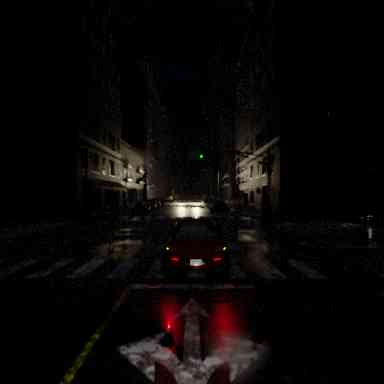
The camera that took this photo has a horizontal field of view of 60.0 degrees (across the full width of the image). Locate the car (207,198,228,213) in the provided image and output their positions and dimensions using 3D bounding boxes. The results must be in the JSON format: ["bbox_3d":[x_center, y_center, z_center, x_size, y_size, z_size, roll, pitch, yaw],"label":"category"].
[{"bbox_3d":[2.995,1.621,36.869,1.947,1.339,4.313,1,0,1],"label":"car"}]

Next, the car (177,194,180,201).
[{"bbox_3d":[-4.887,1.684,86.735,1.947,1.339,4.313,1,0,1],"label":"car"}]

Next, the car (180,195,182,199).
[{"bbox_3d":[-4.814,1.440,92.264,2.192,1.841,5.009,1,0,1],"label":"car"}]

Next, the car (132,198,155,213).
[{"bbox_3d":[-5.530,1.639,36.975,1.802,1.307,4.206,1,0,1],"label":"car"}]

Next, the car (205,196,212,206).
[{"bbox_3d":[3.066,1.608,42.399,1.887,1.381,4.507,1,0,1],"label":"car"}]

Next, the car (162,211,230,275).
[{"bbox_3d":[0.112,1.542,10.366,1.812,1.442,4.674,0,0,0],"label":"car"}]

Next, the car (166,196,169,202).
[{"bbox_3d":[-5.316,1.624,53.562,1.887,1.381,4.507,1,0,1],"label":"car"}]

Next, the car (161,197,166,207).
[{"bbox_3d":[-5.387,1.623,48.033,2.008,1.369,4.403,1,0,1],"label":"car"}]

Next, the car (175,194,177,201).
[{"bbox_3d":[-5.031,1.672,75.677,1.947,1.339,4.313,1,0,1],"label":"car"}]

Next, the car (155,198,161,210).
[{"bbox_3d":[-5.459,1.630,42.504,1.947,1.339,4.313,1,0,1],"label":"car"}]

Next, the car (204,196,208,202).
[{"bbox_3d":[3.137,1.621,47.930,2.008,1.369,4.403,1,0,1],"label":"car"}]

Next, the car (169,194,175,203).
[{"bbox_3d":[-5.103,1.625,69.979,1.752,1.417,4.829,1,0,1],"label":"car"}]

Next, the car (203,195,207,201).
[{"bbox_3d":[3.209,1.622,53.460,1.887,1.381,4.507,1,0,1],"label":"car"}]

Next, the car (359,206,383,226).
[{"bbox_3d":[15.156,1.701,24.892,4.892,1.490,1.837,0,-1,0],"label":"car"}]

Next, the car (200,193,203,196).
[{"bbox_3d":[3.637,1.683,86.642,1.947,1.339,4.313,1,0,1],"label":"car"}]

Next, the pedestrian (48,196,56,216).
[{"bbox_3d":[-12.355,1.195,29.244,0.375,1.860,0.375,0,-1,0],"label":"pedestrian"}]

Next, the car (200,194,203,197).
[{"bbox_3d":[3.494,1.656,75.581,2.008,1.369,4.403,1,0,1],"label":"car"}]

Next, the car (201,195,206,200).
[{"bbox_3d":[3.352,1.658,64.520,1.947,1.339,4.313,1,0,1],"label":"car"}]
